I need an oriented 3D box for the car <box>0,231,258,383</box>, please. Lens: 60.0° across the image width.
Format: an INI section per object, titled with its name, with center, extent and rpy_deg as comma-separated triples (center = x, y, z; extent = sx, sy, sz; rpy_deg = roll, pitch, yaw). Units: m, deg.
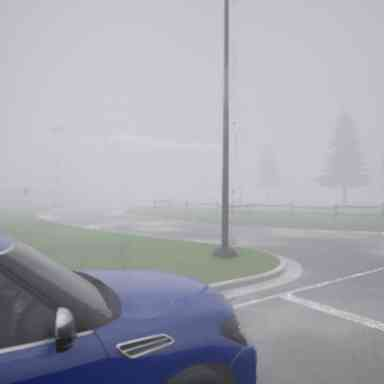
[car]
center = -2.034, 1.217, 2.296
extent = 5.566, 2.045, 2.150
rpy_deg = 1, 0, -35
